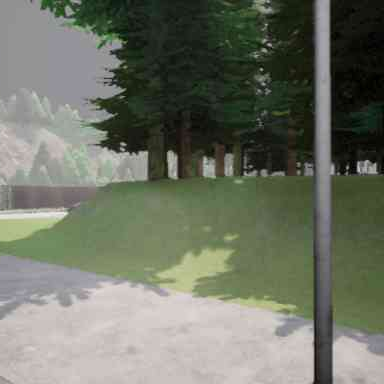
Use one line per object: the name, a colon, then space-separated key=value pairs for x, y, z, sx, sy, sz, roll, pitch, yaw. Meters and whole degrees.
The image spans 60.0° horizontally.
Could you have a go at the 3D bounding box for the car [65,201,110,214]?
car: x=-11.415 y=1.701 z=36.792 sx=1.895 sy=1.301 sz=4.718 roll=0 pitch=0 yaw=35
